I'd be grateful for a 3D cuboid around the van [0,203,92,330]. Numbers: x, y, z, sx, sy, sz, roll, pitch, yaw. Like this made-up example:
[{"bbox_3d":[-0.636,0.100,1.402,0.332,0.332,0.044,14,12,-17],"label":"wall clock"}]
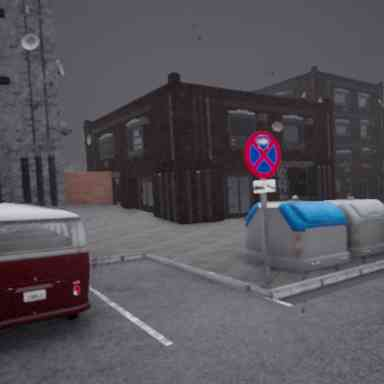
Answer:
[{"bbox_3d":[-3.549,1.250,6.616,1.878,1.987,4.442,0,0,-35],"label":"van"}]
